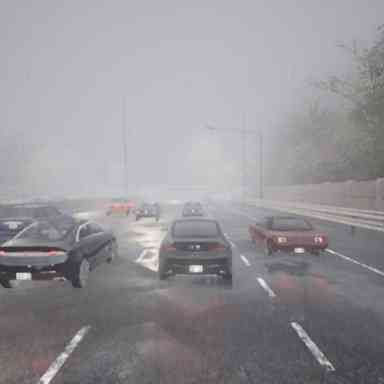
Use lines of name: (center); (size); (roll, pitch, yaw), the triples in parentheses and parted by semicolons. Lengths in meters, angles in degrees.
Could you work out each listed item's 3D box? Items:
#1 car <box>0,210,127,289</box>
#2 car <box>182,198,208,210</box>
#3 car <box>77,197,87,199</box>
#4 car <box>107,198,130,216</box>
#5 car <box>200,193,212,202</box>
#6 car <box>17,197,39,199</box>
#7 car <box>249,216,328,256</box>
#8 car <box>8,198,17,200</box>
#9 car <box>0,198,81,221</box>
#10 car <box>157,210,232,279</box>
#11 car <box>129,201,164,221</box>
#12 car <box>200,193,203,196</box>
car: (-3.405, 1.488, 9.147); (2.128, 1.511, 4.902); (0, 0, 0)
car: (0.082, 1.539, 28.377); (2.033, 1.411, 5.357); (0, 0, 0)
car: (-17.578, 1.539, 52.613); (2.033, 1.411, 5.357); (0, 0, 1)
car: (-6.921, 1.343, 32.954); (2.097, 1.767, 4.553); (0, 0, 0)
car: (3.451, 1.539, 75.643); (1.812, 1.442, 4.674); (0, 0, 0)
car: (-24.582, 1.518, 51.526); (1.812, 1.442, 4.674); (0, 0, 0)
car: (3.493, 1.594, 13.014); (1.895, 1.301, 4.718); (0, 0, 0)
car: (-28.074, 1.593, 52.448); (1.895, 1.301, 4.718); (0, 0, 1)
car: (-6.911, 1.346, 14.983); (2.097, 1.767, 4.553); (0, 0, 0)
car: (0.094, 1.501, 10.002); (1.837, 1.490, 4.892); (0, 0, 0)
car: (-3.419, 1.539, 27.221); (2.033, 1.411, 5.357); (0, 0, 0)
car: (3.443, 1.272, 89.693); (2.150, 2.045, 5.566); (0, 0, 0)
